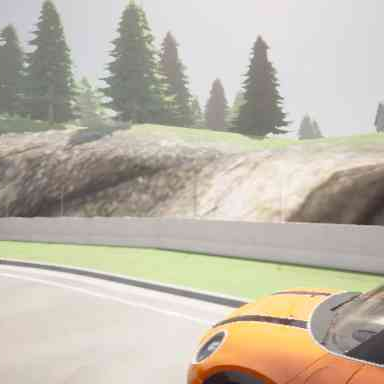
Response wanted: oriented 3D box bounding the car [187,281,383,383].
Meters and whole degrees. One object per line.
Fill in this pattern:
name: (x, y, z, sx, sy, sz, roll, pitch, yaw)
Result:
car: (2.146, 1.346, 2.506, 4.553, 1.767, 2.097, -1, -1, 35)
